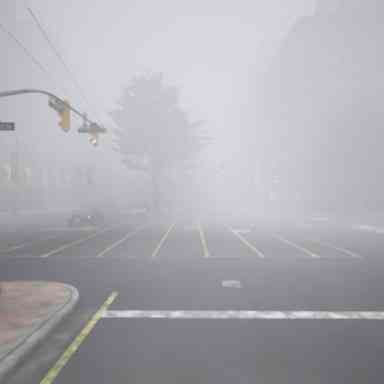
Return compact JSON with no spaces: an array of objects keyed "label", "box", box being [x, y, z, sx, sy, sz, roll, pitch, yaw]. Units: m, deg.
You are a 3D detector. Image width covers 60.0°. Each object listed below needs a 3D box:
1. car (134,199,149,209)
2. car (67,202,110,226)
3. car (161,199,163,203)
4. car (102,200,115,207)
[{"label":"car","box":[-7.978,1.959,53.131,2.128,1.511,4.902,0,0,0]},{"label":"car","box":[-7.990,1.743,25.558,1.812,1.442,4.674,0,0,0]},{"label":"car","box":[-7.967,2.167,78.736,1.994,1.385,4.181,0,0,0]},{"label":"car","box":[-14.726,2.043,57.331,1.895,1.301,4.718,0,0,0]}]
